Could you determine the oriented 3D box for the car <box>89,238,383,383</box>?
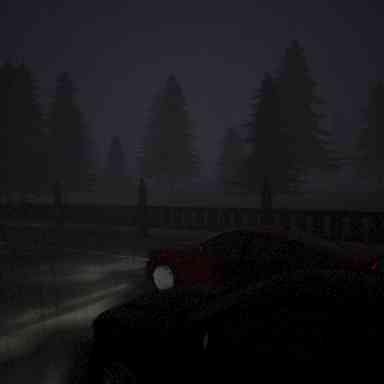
[{"bbox_3d":[1.170,1.469,2.968,5.008,1.535,1.882,0,0,35],"label":"car"}]

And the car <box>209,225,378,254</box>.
[{"bbox_3d":[1.227,1.463,7.124,5.008,1.535,1.882,0,0,34],"label":"car"}]
